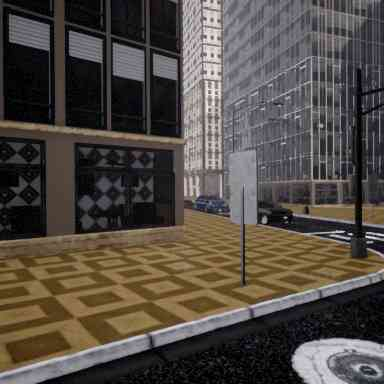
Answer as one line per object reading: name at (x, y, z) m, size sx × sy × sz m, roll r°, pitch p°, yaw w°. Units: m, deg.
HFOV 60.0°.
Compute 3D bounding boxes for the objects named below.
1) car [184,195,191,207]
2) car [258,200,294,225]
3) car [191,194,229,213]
car at (-1.320, 1.094, 41.339) m, size 1.994 × 1.385 × 4.181 m, roll -1°, pitch 1°, yaw -18°
car at (4.916, 1.279, 22.734) m, size 1.882 × 1.535 × 5.008 m, roll -1°, pitch 1°, yaw -19°
car at (1.831, 1.020, 31.918) m, size 2.097 × 1.767 × 4.553 m, roll -1°, pitch 1°, yaw -19°
